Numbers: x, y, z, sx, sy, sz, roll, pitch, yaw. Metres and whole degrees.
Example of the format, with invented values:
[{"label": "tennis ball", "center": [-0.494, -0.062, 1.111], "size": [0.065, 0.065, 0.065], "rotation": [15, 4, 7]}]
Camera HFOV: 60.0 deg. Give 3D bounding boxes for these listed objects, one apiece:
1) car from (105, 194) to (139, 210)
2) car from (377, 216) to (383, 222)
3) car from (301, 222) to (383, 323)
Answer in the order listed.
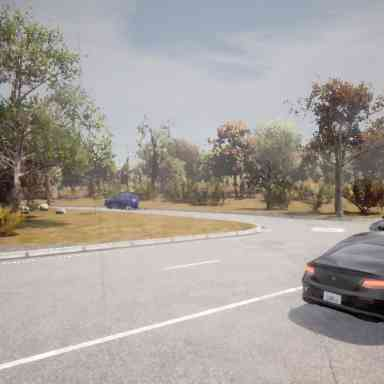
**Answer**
[{"label": "car", "center": [-9.616, 1.318, 45.439], "size": [5.566, 2.045, 2.150], "rotation": [-1, 0, 41]}, {"label": "car", "center": [9.909, 1.565, 15.231], "size": [4.181, 1.385, 1.994], "rotation": [0, 0, -35]}, {"label": "car", "center": [4.103, 1.526, 6.677], "size": [4.674, 1.442, 1.812], "rotation": [0, 0, -36]}]
